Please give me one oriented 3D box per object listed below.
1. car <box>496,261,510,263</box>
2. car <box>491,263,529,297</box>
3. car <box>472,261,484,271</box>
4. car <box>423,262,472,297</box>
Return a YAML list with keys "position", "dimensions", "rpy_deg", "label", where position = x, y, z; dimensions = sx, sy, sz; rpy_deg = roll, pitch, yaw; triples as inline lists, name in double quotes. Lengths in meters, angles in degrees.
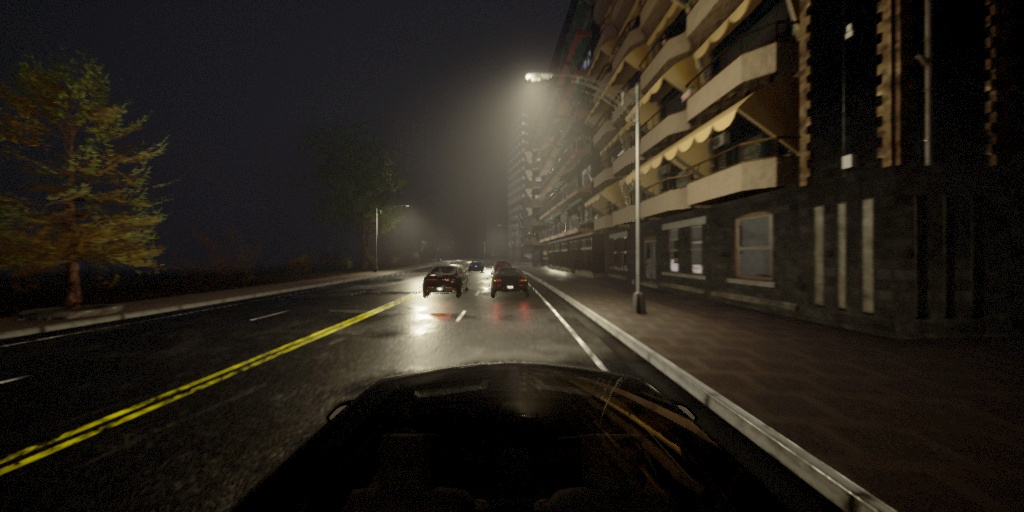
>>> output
- position: [-0.989, 1.233, 39.547]
  dimensions: [1.882, 1.535, 5.008]
  rpy_deg: [0, 0, -3]
  label: "car"
- position: [-0.138, 1.277, 18.949]
  dimensions: [1.812, 1.442, 4.674]
  rpy_deg: [0, 0, -2]
  label: "car"
- position: [-4.812, 1.328, 48.423]
  dimensions: [1.994, 1.385, 4.181]
  rpy_deg: [0, 0, -4]
  label: "car"
- position: [-3.384, 1.263, 18.891]
  dimensions: [1.837, 1.490, 4.892]
  rpy_deg: [0, 0, -2]
  label: "car"
